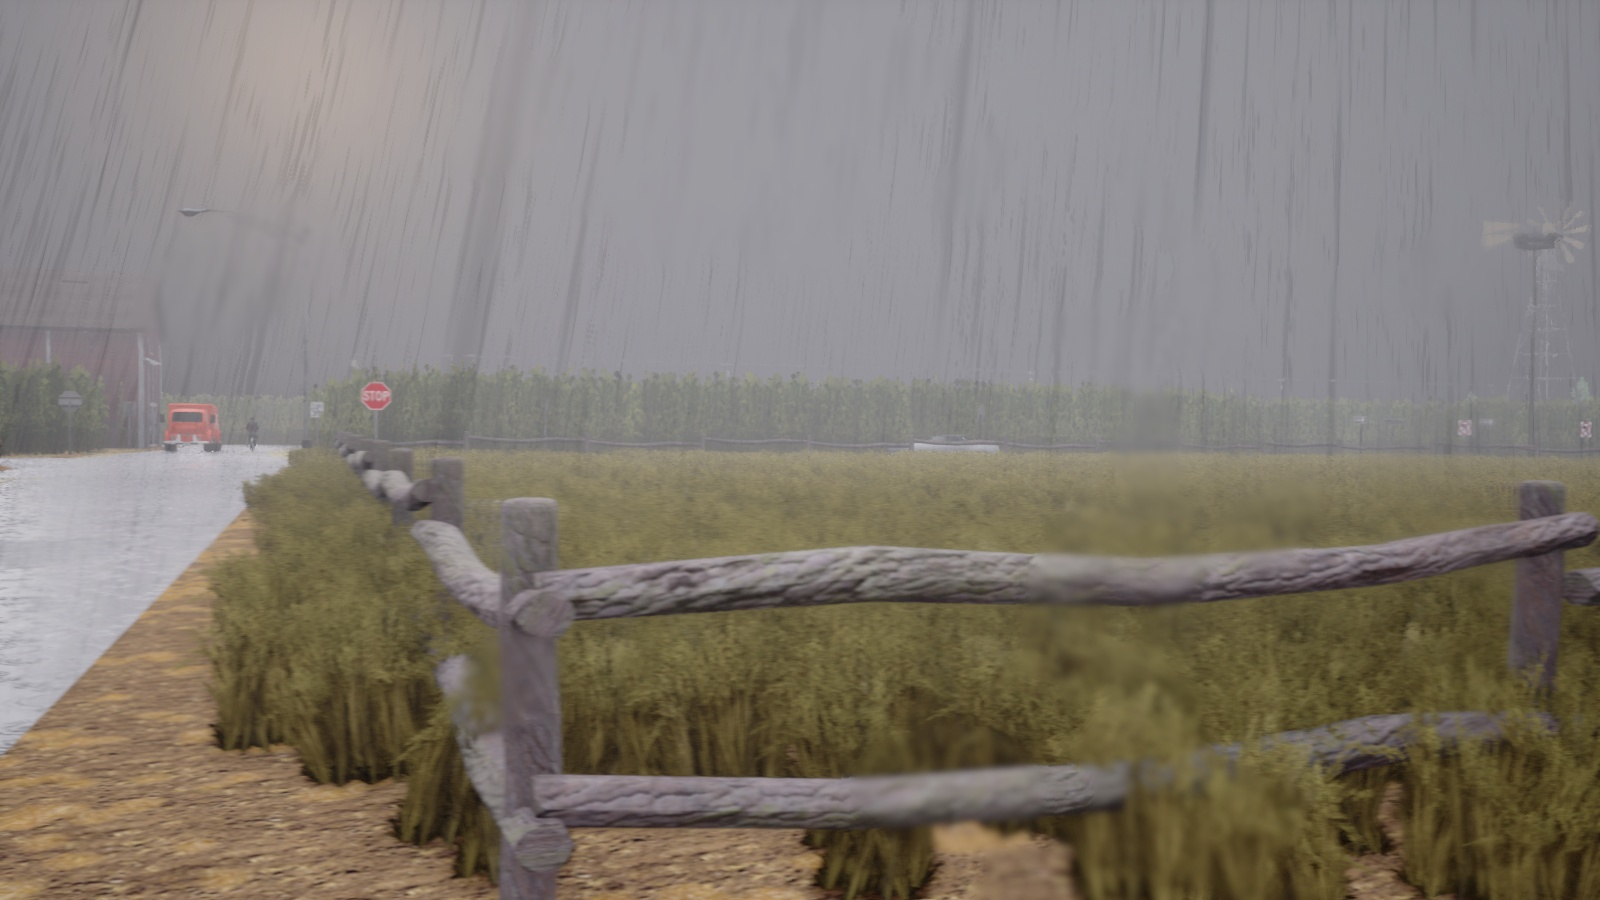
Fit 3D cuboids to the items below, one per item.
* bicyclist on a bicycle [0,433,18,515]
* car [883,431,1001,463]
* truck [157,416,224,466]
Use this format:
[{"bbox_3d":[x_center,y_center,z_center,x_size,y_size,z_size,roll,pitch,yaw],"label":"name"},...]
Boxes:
[{"bbox_3d":[-16.489,0.466,25.349,0.866,1.612,1.509,-1,1,-20],"label":"bicyclist on a bicycle"},{"bbox_3d":[6.118,-0.137,54.304,4.718,1.301,1.895,-1,1,-20],"label":"car"},{"bbox_3d":[-31.425,-0.474,64.923,2.627,2.467,5.204,-1,0,-21],"label":"truck"}]
